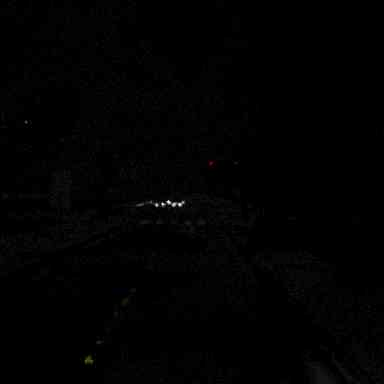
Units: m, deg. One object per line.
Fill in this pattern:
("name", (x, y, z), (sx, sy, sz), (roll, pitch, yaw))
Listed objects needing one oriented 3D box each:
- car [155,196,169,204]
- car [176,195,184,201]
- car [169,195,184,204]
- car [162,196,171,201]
("car", (-6.205, 1.554, 65.827), (1.994, 1.385, 4.181), (0, 0, 0))
("car", (-2.973, 1.464, 81.318), (1.882, 1.535, 5.008), (0, 0, 0))
("car", (-2.955, 1.556, 65.832), (1.994, 1.385, 4.181), (0, 0, 0))
("car", (-6.223, 1.580, 81.282), (1.895, 1.301, 4.718), (0, 0, 0))
